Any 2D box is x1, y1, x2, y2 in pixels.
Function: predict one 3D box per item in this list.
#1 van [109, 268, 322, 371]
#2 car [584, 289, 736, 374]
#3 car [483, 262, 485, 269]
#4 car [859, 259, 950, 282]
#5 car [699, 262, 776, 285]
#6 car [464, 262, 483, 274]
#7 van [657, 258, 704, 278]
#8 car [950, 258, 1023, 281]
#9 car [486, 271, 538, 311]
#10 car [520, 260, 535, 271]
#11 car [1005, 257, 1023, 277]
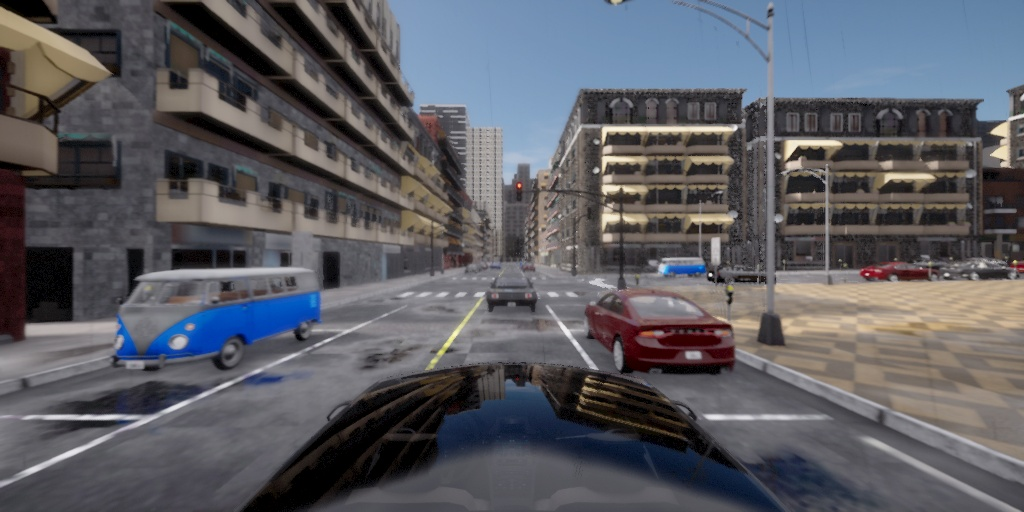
[{"bbox_3d":[-5.696,1.146,7.518,1.690,1.789,3.998,0,0,0],"label":"van"},{"bbox_3d":[2.685,1.351,7.522,1.888,1.381,4.507,0,0,0],"label":"car"},{"bbox_3d":[-5.726,1.861,56.518,1.948,1.339,4.313,0,0,0],"label":"car"},{"bbox_3d":[26.894,1.110,24.911,4.507,1.381,1.888,0,0,-1],"label":"car"},{"bbox_3d":[15.759,1.304,24.745,4.313,1.339,1.948,0,0,-1],"label":"car"},{"bbox_3d":[-5.722,1.788,50.991,2.007,1.370,4.403,0,0,0],"label":"car"},{"bbox_3d":[15.635,1.091,33.125,3.998,1.789,1.690,0,0,-1],"label":"van"},{"bbox_3d":[32.462,1.030,24.993,4.403,1.370,2.007,0,0,-1],"label":"car"},{"bbox_3d":[0.004,1.480,15.100,1.895,1.301,4.718,0,-1,0],"label":"car"},{"bbox_3d":[2.654,1.736,56.519,1.967,1.591,4.097,0,0,0],"label":"car"},{"bbox_3d":[42.016,0.813,27.805,5.008,1.535,1.882,-1,0,0],"label":"car"}]
